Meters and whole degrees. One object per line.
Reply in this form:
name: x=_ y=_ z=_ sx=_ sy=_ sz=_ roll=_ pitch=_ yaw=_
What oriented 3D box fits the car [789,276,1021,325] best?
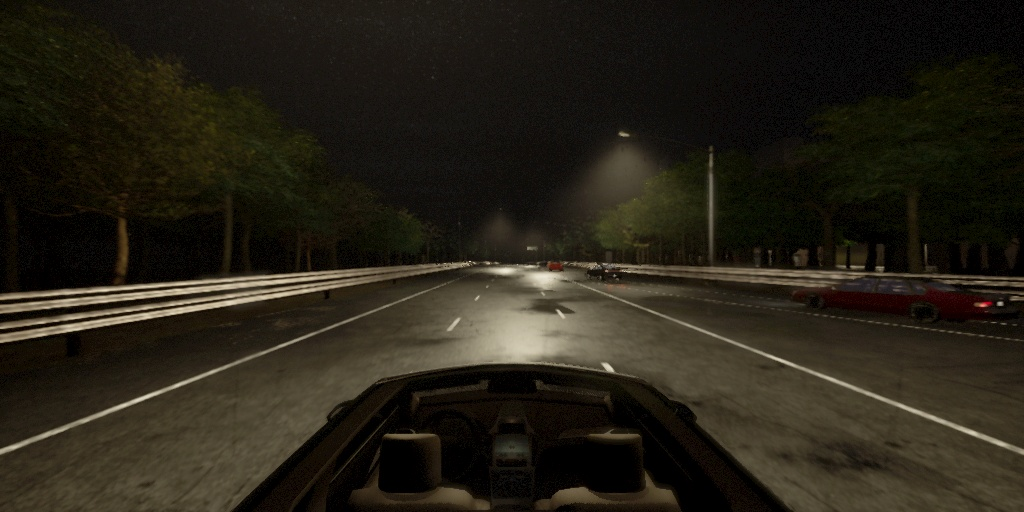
car: x=12.982 y=1.408 z=12.497 sx=2.033 sy=1.411 sz=5.357 roll=0 pitch=-1 yaw=-18

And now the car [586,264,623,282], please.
car: x=8.170 y=1.475 z=32.066 sx=2.128 sy=1.511 sz=4.902 roll=0 pitch=0 yaw=-8

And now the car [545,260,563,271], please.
car: x=6.981 y=1.514 z=58.595 sx=2.097 sy=1.767 sz=4.553 roll=0 pitch=0 yaw=0
